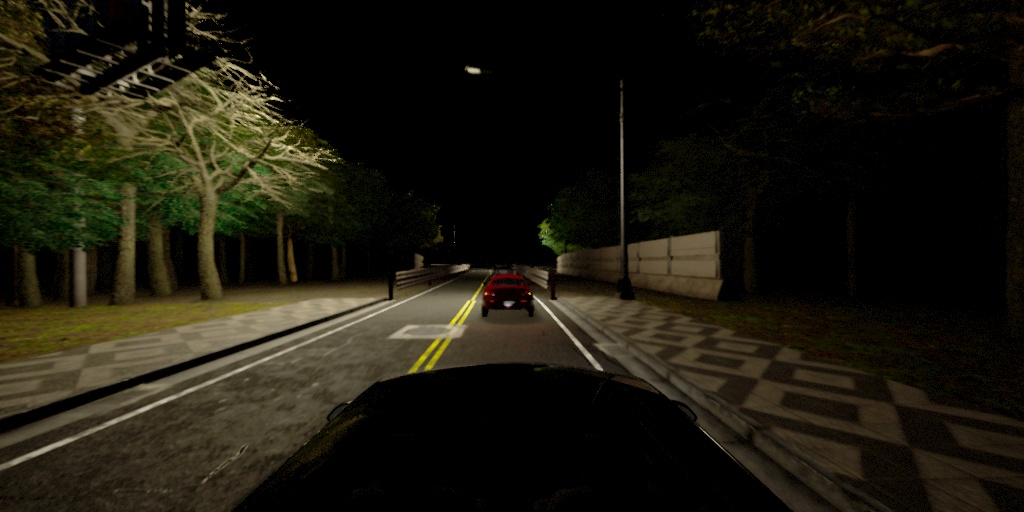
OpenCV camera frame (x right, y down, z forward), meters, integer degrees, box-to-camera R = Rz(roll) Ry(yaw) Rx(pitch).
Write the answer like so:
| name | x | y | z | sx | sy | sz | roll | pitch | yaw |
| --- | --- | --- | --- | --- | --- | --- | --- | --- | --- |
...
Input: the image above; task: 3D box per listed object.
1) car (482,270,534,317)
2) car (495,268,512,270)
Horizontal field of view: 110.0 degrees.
| name | x | y | z | sx | sy | sz | roll | pitch | yaw |
| --- | --- | --- | --- | --- | --- | --- | --- | --- | --- |
| car | -0.165 | 1.421 | 13.904 | 1.812 | 1.442 | 4.674 | 0 | -1 | -1 |
| car | -0.653 | 1.600 | 27.092 | 2.033 | 1.411 | 5.357 | 0 | -1 | -2 |
